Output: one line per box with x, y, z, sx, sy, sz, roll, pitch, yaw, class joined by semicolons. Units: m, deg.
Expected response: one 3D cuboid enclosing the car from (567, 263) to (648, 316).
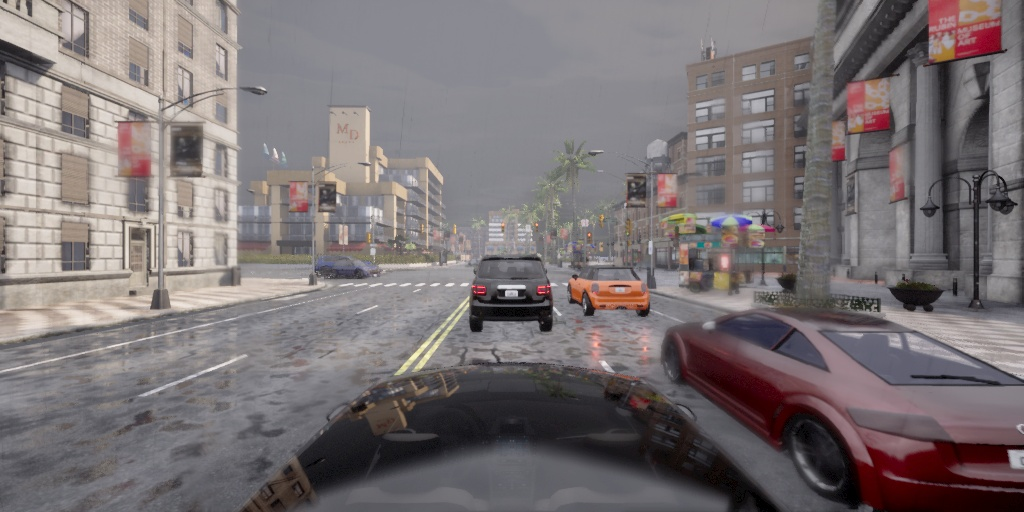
3.432;1.102;13.570;2.097;1.767;4.553;0;0;-1;car

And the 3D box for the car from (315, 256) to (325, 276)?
-17.564;0.972;37.550;5.566;2.045;2.150;0;0;-3;car

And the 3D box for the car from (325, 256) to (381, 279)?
-13.958;1.101;32.071;4.553;1.767;2.097;0;0;22;car

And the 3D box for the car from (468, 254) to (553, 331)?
-0.043;0.971;11.085;2.150;2.045;5.566;0;0;-1;car

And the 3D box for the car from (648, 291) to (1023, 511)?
3.477;1.314;4.377;1.994;1.385;4.181;0;0;0;car
